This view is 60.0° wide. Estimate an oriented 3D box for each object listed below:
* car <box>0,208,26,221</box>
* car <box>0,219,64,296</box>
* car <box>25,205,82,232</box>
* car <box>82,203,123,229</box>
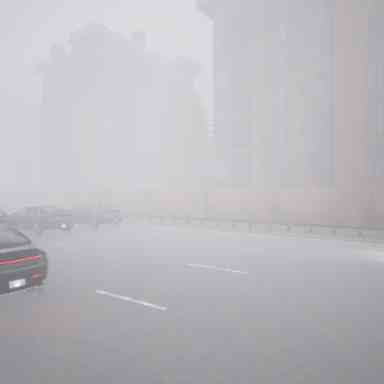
[{"bbox_3d":[-9.972,1.506,15.398,4.892,1.490,1.837,1,0,35],"label":"car"},{"bbox_3d":[-5.314,1.505,7.779,4.892,1.490,1.837,0,0,35],"label":"car"},{"bbox_3d":[-8.654,1.505,18.758,4.892,1.490,1.837,0,0,35],"label":"car"},{"bbox_3d":[-6.615,1.491,21.608,4.902,1.511,2.128,0,0,35],"label":"car"}]
